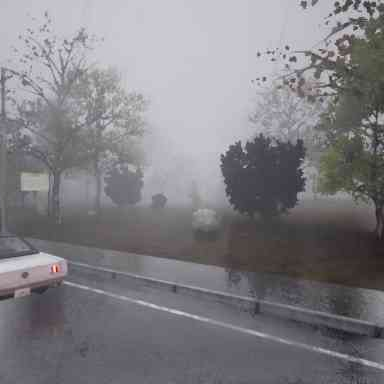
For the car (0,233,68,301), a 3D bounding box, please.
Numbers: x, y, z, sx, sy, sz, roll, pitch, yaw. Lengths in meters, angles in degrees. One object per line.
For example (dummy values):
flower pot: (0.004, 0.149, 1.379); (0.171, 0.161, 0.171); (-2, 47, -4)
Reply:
car: (-4.991, 1.601, 7.547); (4.718, 1.301, 1.895); (0, 0, 35)
